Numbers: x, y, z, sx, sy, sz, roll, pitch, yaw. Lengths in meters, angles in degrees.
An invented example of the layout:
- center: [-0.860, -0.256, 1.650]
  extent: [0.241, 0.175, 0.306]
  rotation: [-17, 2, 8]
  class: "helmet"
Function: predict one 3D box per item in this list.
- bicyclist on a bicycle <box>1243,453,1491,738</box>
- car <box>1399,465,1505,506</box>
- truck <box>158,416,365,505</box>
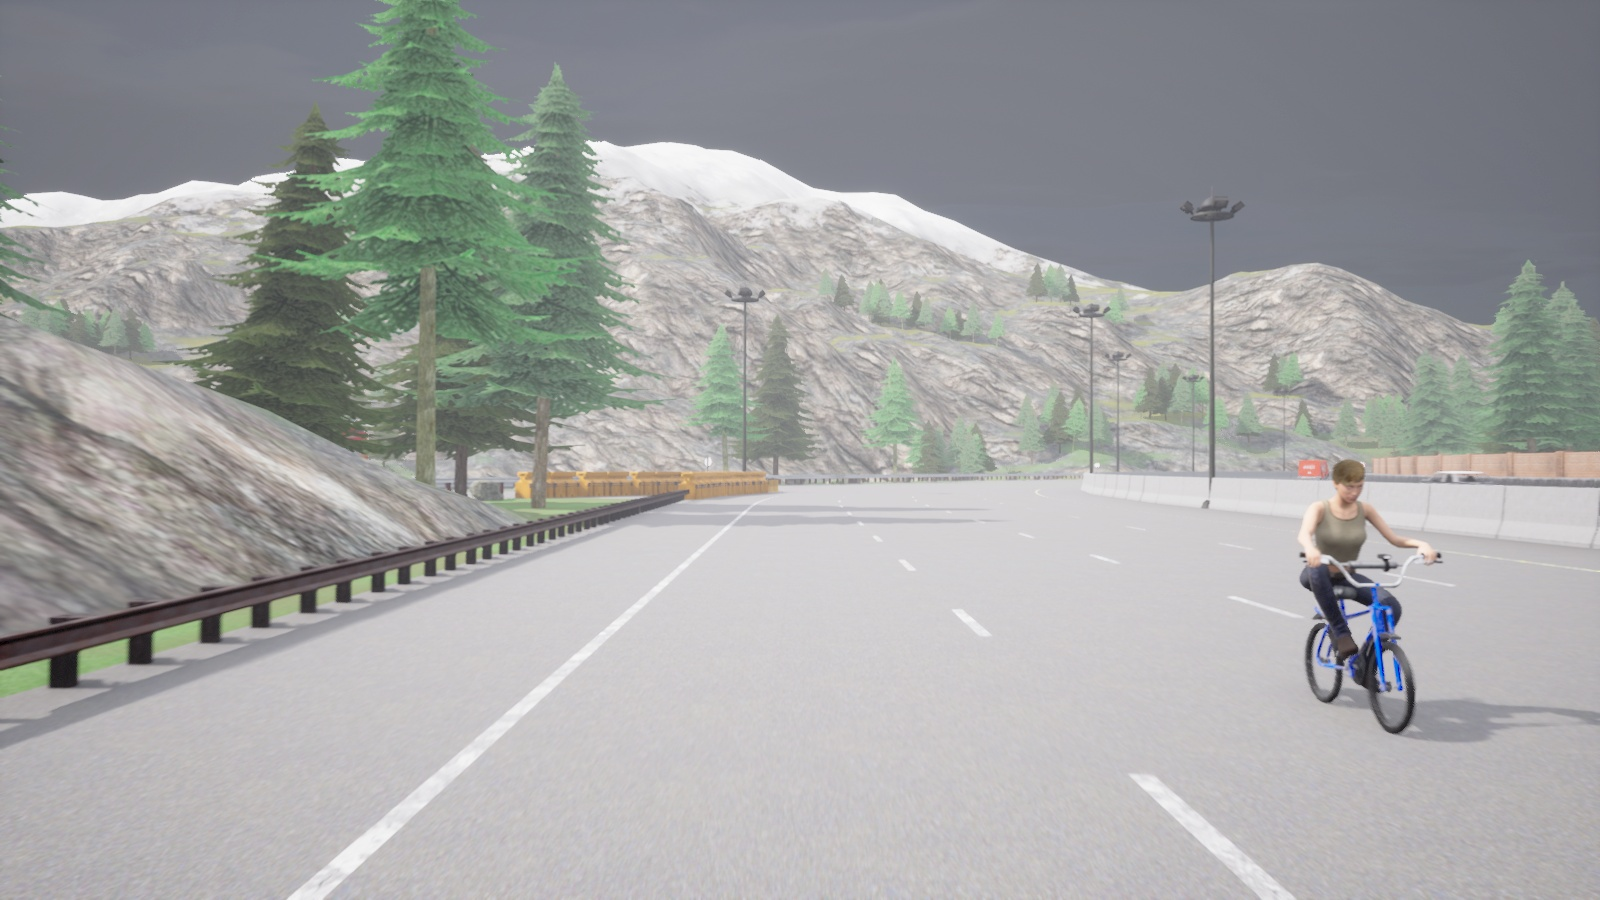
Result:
- center: [3.486, 0.834, 7.892]
  extent: [0.866, 1.612, 1.509]
  rotation: [0, -1, 0]
  class: "bicyclist on a bicycle"
- center: [24.391, 1.289, 47.124]
  extent: [1.970, 1.475, 3.806]
  rotation: [0, -1, 0]
  class: "car"
- center: [-24.733, 0.499, 58.159]
  extent: [2.891, 3.827, 8.468]
  rotation: [-1, -1, 37]
  class: "truck"
